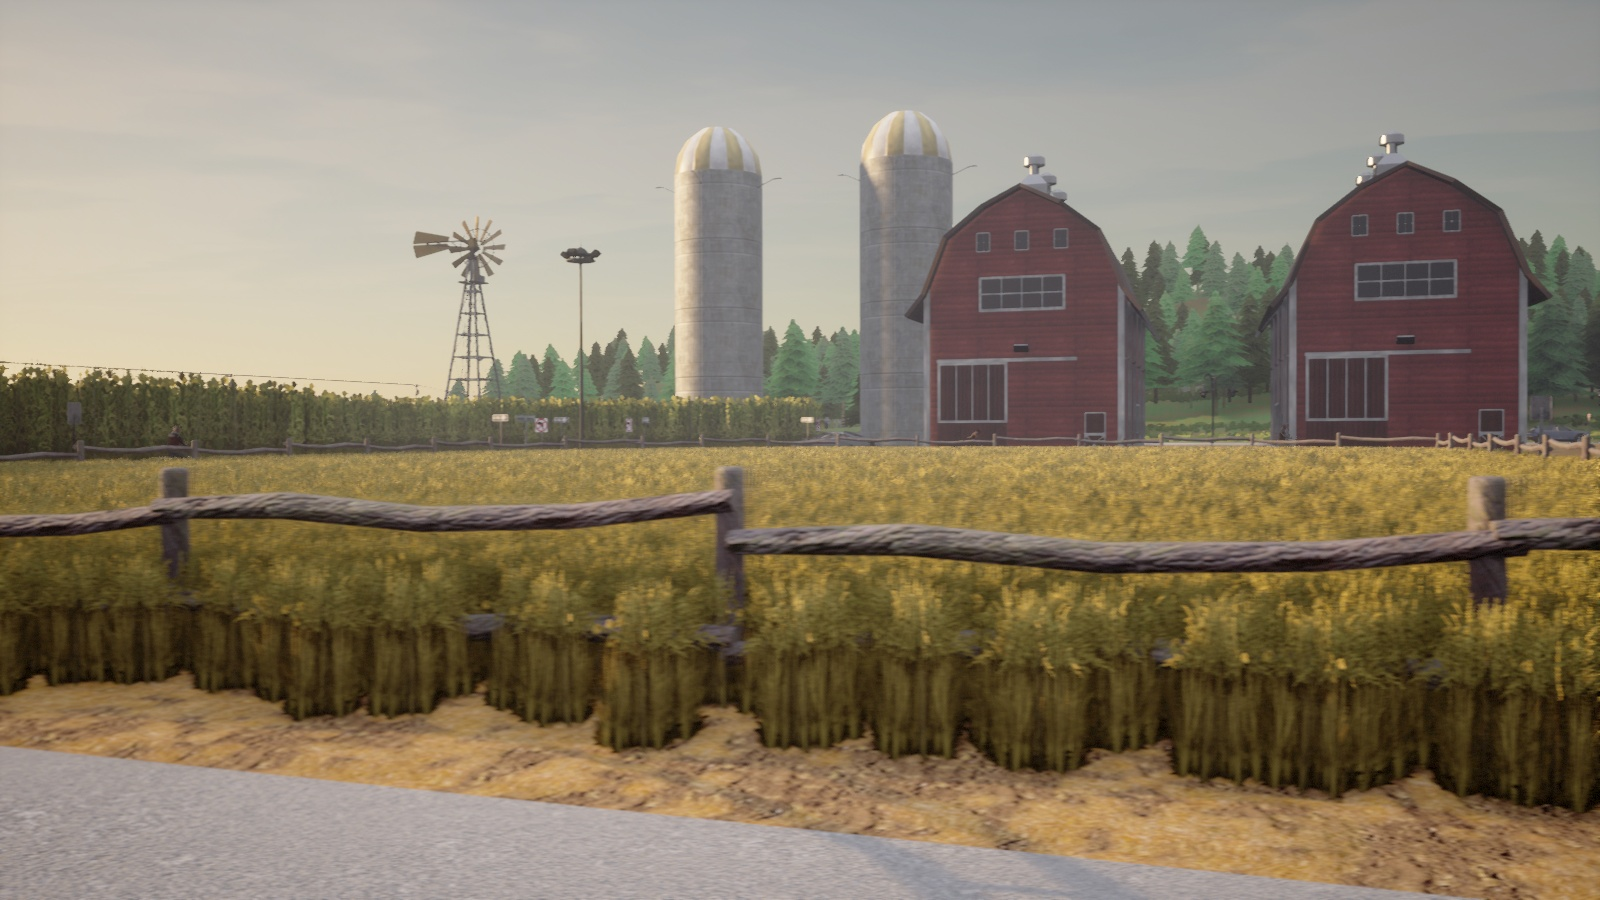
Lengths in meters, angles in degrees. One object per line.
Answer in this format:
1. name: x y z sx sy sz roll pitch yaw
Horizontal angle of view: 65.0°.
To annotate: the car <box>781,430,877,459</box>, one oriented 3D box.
1. car: 1.611 -0.325 69.968 4.902 1.511 2.128 1 1 19
